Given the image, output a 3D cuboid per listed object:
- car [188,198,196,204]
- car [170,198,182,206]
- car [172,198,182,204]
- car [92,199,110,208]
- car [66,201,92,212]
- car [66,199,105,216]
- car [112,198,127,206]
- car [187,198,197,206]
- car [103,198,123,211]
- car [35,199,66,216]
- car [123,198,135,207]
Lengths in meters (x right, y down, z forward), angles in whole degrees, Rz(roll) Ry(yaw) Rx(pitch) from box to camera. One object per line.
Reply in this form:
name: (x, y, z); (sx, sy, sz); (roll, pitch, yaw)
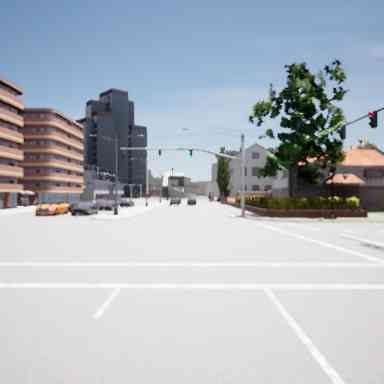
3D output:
car: (-0.011, 2.098, 78.094); (1.994, 1.385, 4.181); (0, 0, 0)
car: (-3.510, 1.993, 67.678); (2.128, 1.511, 4.902); (0, 0, 0)
car: (-3.511, 2.071, 78.094); (2.128, 1.511, 4.902); (0, 0, 0)
car: (-15.085, 1.935, 55.368); (1.812, 1.442, 4.674); (0, -1, 0)
car: (-15.100, 1.893, 44.611); (1.994, 1.385, 4.181); (0, 0, 0)
car: (-11.599, 1.818, 36.522); (2.033, 1.411, 5.357); (0, 0, 0)
car: (-15.010, 1.999, 68.991); (2.128, 1.511, 4.902); (0, 0, 0)
car: (-0.010, 1.979, 67.678); (1.882, 1.535, 5.008); (0, 0, 0)
car: (-11.597, 1.893, 46.595); (2.033, 1.411, 5.357); (0, 0, 0)
car: (-15.098, 1.619, 35.980); (2.097, 1.767, 4.553); (0, 0, 0)
car: (-11.567, 1.989, 59.730); (2.033, 1.411, 5.357); (0, 0, 0)
